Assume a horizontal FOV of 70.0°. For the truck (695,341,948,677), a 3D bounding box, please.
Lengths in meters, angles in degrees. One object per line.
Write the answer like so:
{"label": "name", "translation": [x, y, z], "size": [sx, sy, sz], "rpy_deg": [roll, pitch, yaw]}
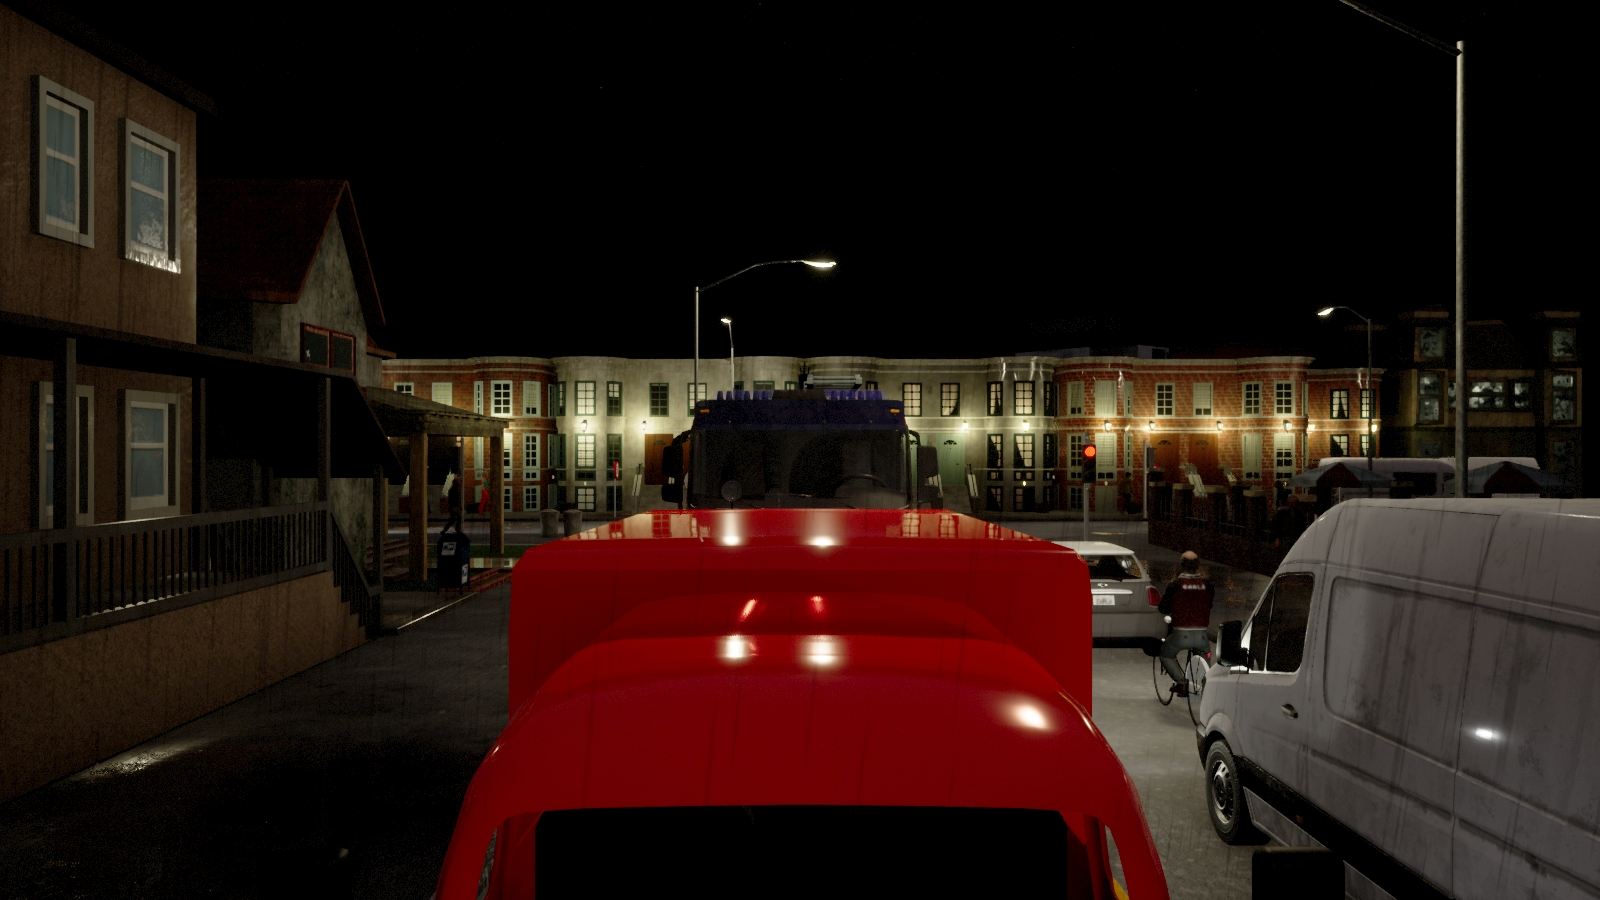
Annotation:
{"label": "truck", "translation": [0.275, 0.678, 17.256], "size": [2.891, 3.827, 8.468], "rpy_deg": [0, 0, 0]}

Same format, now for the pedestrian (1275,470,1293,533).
{"label": "pedestrian", "translation": [14.495, 1.531, 34.250], "size": [0.375, 1.860, 0.375], "rpy_deg": [0, 0, 0]}

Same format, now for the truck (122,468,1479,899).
{"label": "truck", "translation": [-0.002, 1.351, 4.813], "size": [2.627, 2.467, 5.204], "rpy_deg": [0, 0, 0]}

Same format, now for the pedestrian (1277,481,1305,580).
{"label": "pedestrian", "translation": [9.365, 1.527, 21.813], "size": [0.375, 1.860, 0.375], "rpy_deg": [0, 0, 0]}

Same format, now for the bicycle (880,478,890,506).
{"label": "bicycle", "translation": [4.005, 1.963, 53.762], "size": [0.329, 1.271, 1.835], "rpy_deg": [0, 0, 0]}

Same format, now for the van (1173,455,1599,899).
{"label": "van", "translation": [4.008, 1.318, 6.281], "size": [1.988, 2.561, 5.915], "rpy_deg": [0, 0, 0]}

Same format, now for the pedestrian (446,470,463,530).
{"label": "pedestrian", "translation": [-10.727, 1.541, 35.498], "size": [0.375, 1.860, 0.375], "rpy_deg": [0, 0, 8]}

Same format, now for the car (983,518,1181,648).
{"label": "car", "translation": [3.996, 1.852, 16.834], "size": [1.970, 1.475, 3.806], "rpy_deg": [0, 0, 0]}

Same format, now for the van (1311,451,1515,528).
{"label": "van", "translation": [20.903, 1.331, 39.144], "size": [5.915, 2.561, 1.988], "rpy_deg": [0, 0, 1]}
